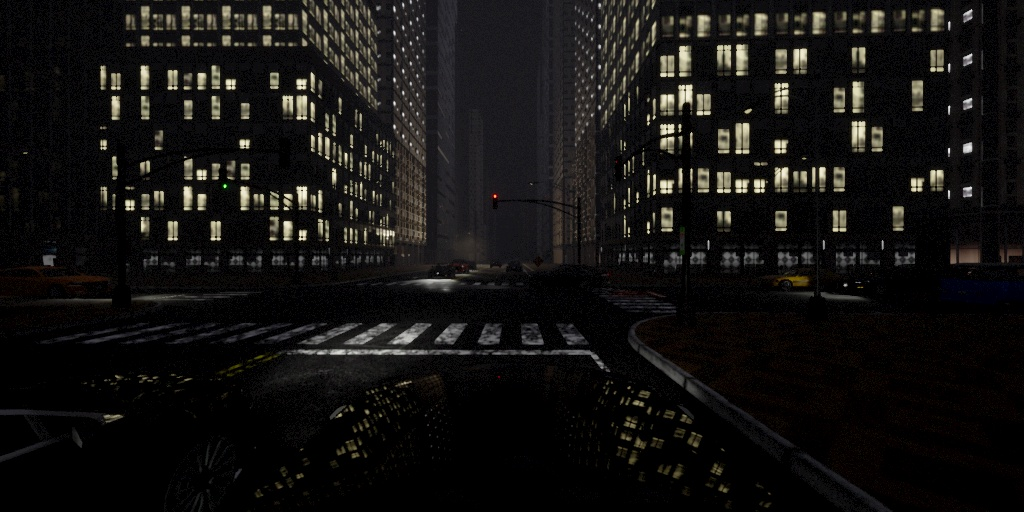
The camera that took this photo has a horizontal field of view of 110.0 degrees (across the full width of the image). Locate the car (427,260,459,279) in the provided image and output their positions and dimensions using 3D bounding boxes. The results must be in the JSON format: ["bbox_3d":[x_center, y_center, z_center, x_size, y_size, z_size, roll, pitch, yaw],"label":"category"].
[{"bbox_3d":[-6.471,1.345,33.345,1.994,1.385,4.181,0,0,0],"label":"car"}]

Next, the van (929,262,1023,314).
[{"bbox_3d":[18.403,1.120,13.118,3.998,1.789,1.690,0,0,2],"label":"van"}]

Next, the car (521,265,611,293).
[{"bbox_3d":[3.313,1.253,21.115,4.902,1.511,2.128,0,1,31],"label":"car"}]

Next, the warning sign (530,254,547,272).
[{"bbox_3d":[3.011,0.912,41.340,1.300,1.860,1.060,0,0,0],"label":"warning sign"}]

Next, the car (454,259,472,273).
[{"bbox_3d":[-6.430,1.153,43.342,2.097,1.767,4.553,0,0,0],"label":"car"}]

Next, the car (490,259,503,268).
[{"bbox_3d":[-2.896,1.368,63.777,1.837,1.490,4.892,0,0,0],"label":"car"}]

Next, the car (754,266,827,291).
[{"bbox_3d":[17.166,1.294,21.295,4.829,1.417,1.751,0,0,2],"label":"car"}]

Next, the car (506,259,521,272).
[{"bbox_3d":[0.284,1.374,46.799,1.994,1.385,4.181,0,0,0],"label":"car"}]

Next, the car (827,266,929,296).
[{"bbox_3d":[19.800,1.279,18.592,4.892,1.490,1.837,0,0,2],"label":"car"}]

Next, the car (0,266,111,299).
[{"bbox_3d":[-22.322,1.237,17.166,5.008,1.535,1.882,0,0,0],"label":"car"}]

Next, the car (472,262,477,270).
[{"bbox_3d":[-6.383,1.377,53.839,2.033,1.411,5.357,0,0,0],"label":"car"}]

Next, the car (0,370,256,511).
[{"bbox_3d":[-3.154,1.241,1.148,2.128,1.511,4.902,0,0,0],"label":"car"}]
